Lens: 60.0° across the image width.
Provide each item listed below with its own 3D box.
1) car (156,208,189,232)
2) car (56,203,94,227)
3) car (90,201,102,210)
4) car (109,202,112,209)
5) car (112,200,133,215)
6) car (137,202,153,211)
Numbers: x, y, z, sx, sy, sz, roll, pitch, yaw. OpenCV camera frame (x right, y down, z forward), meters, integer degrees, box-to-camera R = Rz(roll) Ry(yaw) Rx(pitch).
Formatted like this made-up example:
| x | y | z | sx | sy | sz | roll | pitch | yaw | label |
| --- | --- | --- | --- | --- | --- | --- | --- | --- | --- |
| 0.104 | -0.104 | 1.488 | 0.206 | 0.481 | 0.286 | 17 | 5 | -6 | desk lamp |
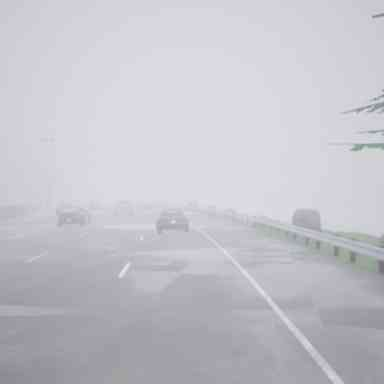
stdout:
| x | y | z | sx | sy | sz | roll | pitch | yaw | label |
| --- | --- | --- | --- | --- | --- | --- | --- | --- | --- |
| -1.345 | 1.756 | 21.628 | 1.994 | 1.385 | 4.181 | 0 | 0 | -7 | car |
| -8.888 | 1.813 | 25.303 | 1.812 | 1.442 | 4.674 | 0 | 0 | -9 | car |
| -15.017 | 2.106 | 51.608 | 2.033 | 1.411 | 5.357 | 0 | 0 | -19 | car |
| -12.480 | 2.087 | 54.708 | 1.812 | 1.442 | 4.674 | 0 | 0 | -19 | car |
| -8.341 | 1.761 | 40.333 | 2.097 | 1.767 | 4.553 | 0 | 0 | -14 | car |
| -7.024 | 2.069 | 49.138 | 1.895 | 1.301 | 4.718 | 0 | 0 | -16 | car |
